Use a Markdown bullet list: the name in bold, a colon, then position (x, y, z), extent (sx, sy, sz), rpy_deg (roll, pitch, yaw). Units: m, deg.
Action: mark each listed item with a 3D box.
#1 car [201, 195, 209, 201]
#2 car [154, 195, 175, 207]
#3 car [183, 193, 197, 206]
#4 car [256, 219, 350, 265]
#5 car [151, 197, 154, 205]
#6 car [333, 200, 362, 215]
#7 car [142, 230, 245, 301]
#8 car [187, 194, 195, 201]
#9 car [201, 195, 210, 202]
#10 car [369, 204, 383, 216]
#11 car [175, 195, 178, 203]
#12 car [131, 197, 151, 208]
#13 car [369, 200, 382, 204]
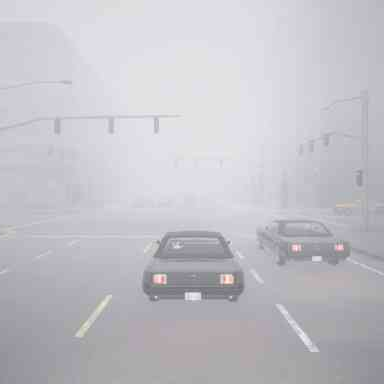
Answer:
- **car**: position (3.318, 1.552, 87.362), extent (1.994, 1.385, 4.181), rpy_deg (0, 0, 1)
- **car**: position (-4.079, 1.547, 50.240), extent (2.033, 1.411, 5.357), rpy_deg (0, 0, 0)
- **car**: position (-0.350, 1.221, 55.603), extent (2.150, 2.045, 5.566), rpy_deg (0, 0, 0)
- **car**: position (3.539, 1.601, 11.634), extent (1.895, 1.301, 4.718), rpy_deg (0, 0, 0)
- **car**: position (-7.533, 1.547, 58.398), extent (2.033, 1.411, 5.357), rpy_deg (0, 0, 0)
- **car**: position (17.179, 1.533, 34.261), extent (5.008, 1.535, 1.882), rpy_deg (0, 0, 0)
- **car**: position (0.036, 1.601, 8.246), extent (1.895, 1.301, 4.718), rpy_deg (0, 0, 0)
- **car**: position (-0.183, 1.355, 87.230), extent (2.097, 1.767, 4.553), rpy_deg (0, 0, 1)
- **car**: position (3.227, 1.595, 77.387), extent (1.895, 1.301, 4.718), rpy_deg (0, 0, 1)
- **car**: position (3.592, 1.221, 1.882), extent (2.150, 2.045, 5.566), rpy_deg (0, 0, 0)
- **car**: position (-4.001, 1.505, 60.083), extent (1.837, 1.490, 4.892), rpy_deg (0, 0, 1)
- **car**: position (-7.560, 1.505, 47.830), extent (1.837, 1.490, 4.892), rpy_deg (0, 0, 0)
- **car**: position (19.245, 1.547, 30.761), extent (4.902, 1.511, 2.128), rpy_deg (0, 0, 0)
